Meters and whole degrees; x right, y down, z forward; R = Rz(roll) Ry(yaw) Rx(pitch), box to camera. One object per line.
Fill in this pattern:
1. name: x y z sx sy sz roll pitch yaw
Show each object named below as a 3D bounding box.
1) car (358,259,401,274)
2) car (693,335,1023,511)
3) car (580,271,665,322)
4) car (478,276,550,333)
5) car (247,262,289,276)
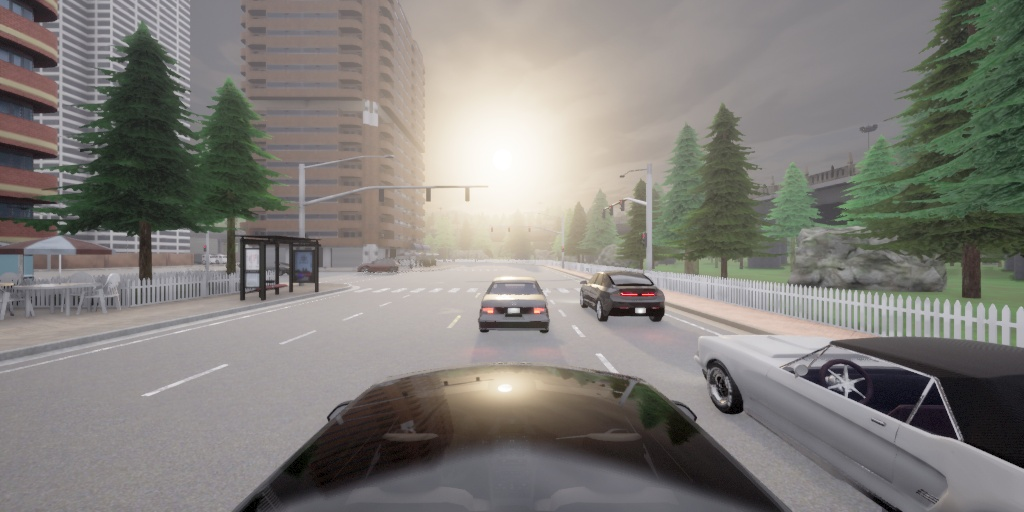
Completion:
1. car: -15.327 1.158 41.487 4.553 1.767 2.097 0 0 -10
2. car: 3.514 1.351 3.048 1.895 1.301 4.718 0 0 1
3. car: 3.571 1.255 12.311 1.837 1.490 4.892 0 0 1
4. car: 0.083 1.297 10.724 2.033 1.411 5.357 0 0 1
5. car: -25.172 1.331 37.719 4.674 1.442 1.812 0 0 0
